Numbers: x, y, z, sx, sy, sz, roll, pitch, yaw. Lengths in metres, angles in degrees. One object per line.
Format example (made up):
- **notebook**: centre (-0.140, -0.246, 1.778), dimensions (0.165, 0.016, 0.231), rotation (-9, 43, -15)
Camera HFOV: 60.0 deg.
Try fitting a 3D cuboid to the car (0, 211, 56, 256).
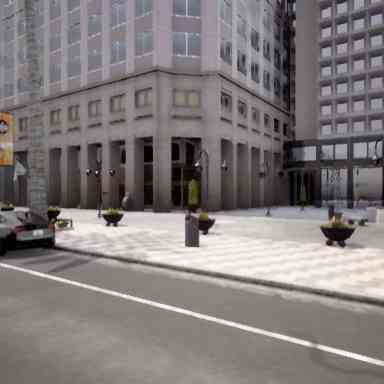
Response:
- **car**: centre (-7.290, 1.479, 12.932), dimensions (4.786, 1.482, 2.161), rotation (0, 0, 35)
